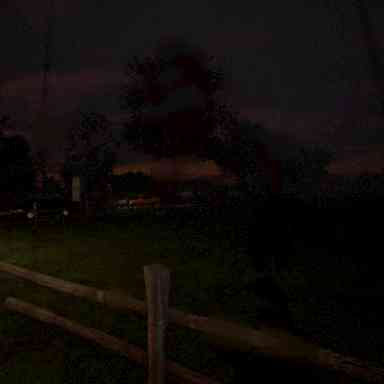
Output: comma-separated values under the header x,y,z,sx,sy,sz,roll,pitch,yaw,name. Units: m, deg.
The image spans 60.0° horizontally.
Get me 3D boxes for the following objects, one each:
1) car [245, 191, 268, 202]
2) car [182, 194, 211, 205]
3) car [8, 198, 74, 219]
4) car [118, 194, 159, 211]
x,y,z,sx,sy,sz,roll,pitch,yaw,name
9.647,0.688,49.816,1.837,1.490,4.892,0,1,37,car
0.568,0.932,42.469,1.994,1.385,4.181,0,1,38,car
-11.658,1.227,25.991,1.837,1.490,4.892,0,1,37,car
-5.442,1.018,34.385,1.882,1.535,5.008,0,1,36,car
